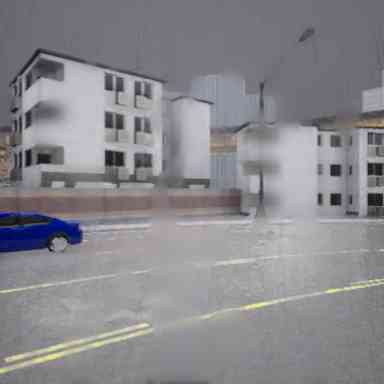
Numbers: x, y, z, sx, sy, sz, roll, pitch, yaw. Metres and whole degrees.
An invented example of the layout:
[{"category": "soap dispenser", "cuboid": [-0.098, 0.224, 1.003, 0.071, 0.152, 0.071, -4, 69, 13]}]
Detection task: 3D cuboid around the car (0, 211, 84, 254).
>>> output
[{"category": "car", "cuboid": [-6.535, 1.476, 12.037, 5.008, 1.535, 1.882, 0, 0, -33]}]
